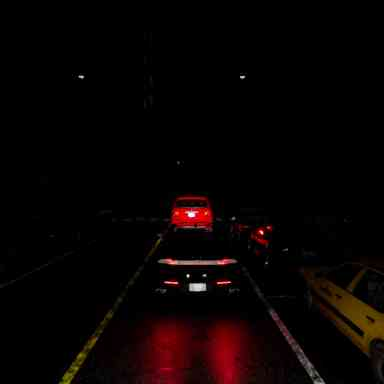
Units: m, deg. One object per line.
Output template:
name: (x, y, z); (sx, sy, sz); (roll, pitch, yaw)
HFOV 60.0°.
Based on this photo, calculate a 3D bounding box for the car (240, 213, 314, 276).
car: (2.864, 1.562, 10.197); (1.947, 1.339, 4.313); (-1, 0, 0)

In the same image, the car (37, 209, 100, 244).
car: (-5.682, 1.539, 15.778); (1.887, 1.381, 4.507); (-1, 0, 0)

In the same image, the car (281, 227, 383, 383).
car: (2.865, 1.524, 4.781); (1.752, 1.417, 4.829); (-1, 0, 0)

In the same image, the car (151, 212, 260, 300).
car: (0.097, 1.489, 8.370); (2.128, 1.511, 4.902); (0, 0, 0)

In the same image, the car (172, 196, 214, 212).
car: (0.063, 1.214, 18.718); (2.150, 2.045, 5.566); (0, 0, 2)

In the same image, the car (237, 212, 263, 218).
car: (2.863, 1.576, 15.783); (1.802, 1.307, 4.206); (-1, 0, 0)
